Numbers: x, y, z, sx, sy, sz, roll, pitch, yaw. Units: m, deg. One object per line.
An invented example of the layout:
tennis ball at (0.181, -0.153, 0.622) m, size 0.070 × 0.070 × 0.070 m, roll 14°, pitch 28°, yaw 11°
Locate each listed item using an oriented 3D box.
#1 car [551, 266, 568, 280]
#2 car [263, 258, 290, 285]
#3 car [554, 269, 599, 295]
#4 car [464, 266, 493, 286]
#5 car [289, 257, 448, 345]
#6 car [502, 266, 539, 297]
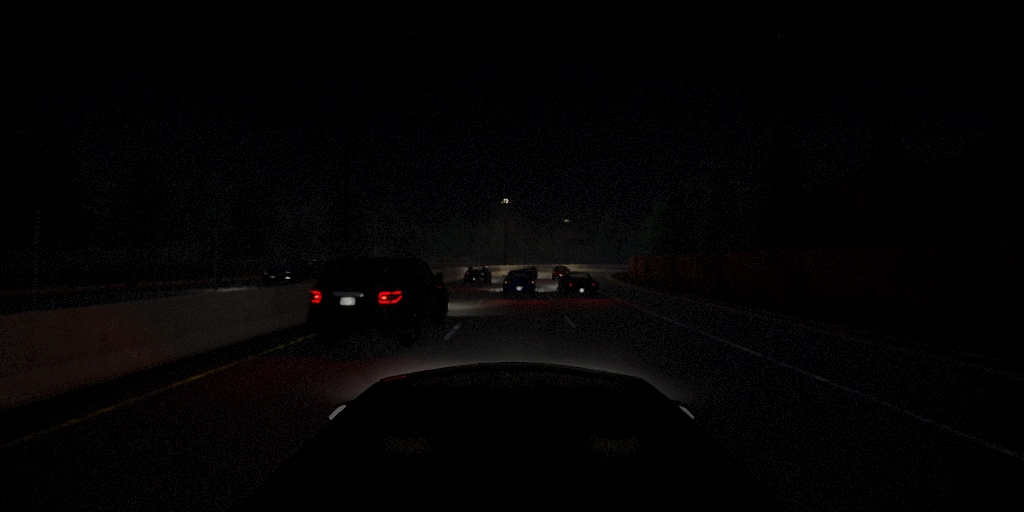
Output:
car at (5.403, 1.825, 39.419) m, size 1.812 × 1.442 × 4.674 m, roll 0°, pitch -1°, yaw 9°
car at (-16.997, 1.179, 28.505) m, size 2.150 × 2.045 × 5.566 m, roll 0°, pitch -1°, yaw 3°
car at (3.951, 1.659, 22.231) m, size 1.895 × 1.301 × 4.718 m, roll 0°, pitch -1°, yaw 1°
car at (-2.755, 1.591, 29.785) m, size 2.128 × 1.511 × 4.902 m, roll 0°, pitch -1°, yaw 3°
car at (-3.287, 1.052, 9.958) m, size 2.150 × 2.045 × 5.566 m, roll 0°, pitch -1°, yaw 1°
car at (0.421, 1.537, 21.049) m, size 1.812 × 1.442 × 4.674 m, roll 0°, pitch -1°, yaw 1°
